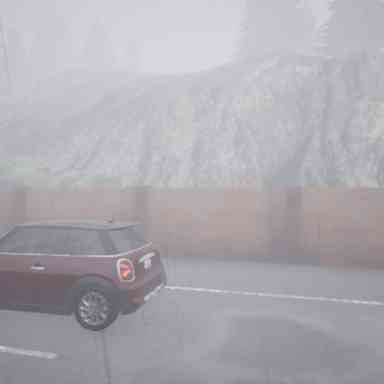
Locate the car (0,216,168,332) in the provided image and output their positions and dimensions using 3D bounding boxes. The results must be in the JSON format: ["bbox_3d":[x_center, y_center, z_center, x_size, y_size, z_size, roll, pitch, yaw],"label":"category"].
[{"bbox_3d":[-2.869,1.342,6.679,4.553,1.767,2.097,0,0,14],"label":"car"}]
